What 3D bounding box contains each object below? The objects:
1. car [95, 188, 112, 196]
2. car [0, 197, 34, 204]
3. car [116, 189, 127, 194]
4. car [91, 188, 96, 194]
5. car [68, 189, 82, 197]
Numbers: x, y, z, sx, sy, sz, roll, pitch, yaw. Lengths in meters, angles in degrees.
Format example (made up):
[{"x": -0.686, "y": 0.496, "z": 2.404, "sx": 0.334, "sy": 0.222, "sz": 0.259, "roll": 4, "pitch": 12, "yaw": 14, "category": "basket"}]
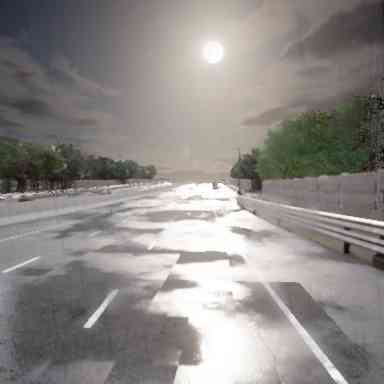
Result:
[{"x": -18.753, "y": 0.208, "z": 72.273, "sx": 1.812, "sy": 1.442, "sz": 4.674, "roll": 0, "pitch": 2, "yaw": 3, "category": "car"}, {"x": -17.103, "y": 1.266, "z": 32.052, "sx": 1.882, "sy": 1.535, "sz": 5.008, "roll": 0, "pitch": 1, "yaw": 2, "category": "car"}, {"x": -15.234, "y": 0.192, "z": 72.485, "sx": 1.812, "sy": 1.442, "sz": 4.674, "roll": 0, "pitch": 2, "yaw": 3, "category": "car"}, {"x": -21.950, "y": -0.213, "z": 77.582, "sx": 1.994, "sy": 1.385, "sz": 4.181, "roll": 0, "pitch": 2, "yaw": 3, "category": "car"}, {"x": -25.133, "y": 0.162, "z": 71.645, "sx": 2.128, "sy": 1.511, "sz": 4.902, "roll": 0, "pitch": 2, "yaw": 0, "category": "car"}]
